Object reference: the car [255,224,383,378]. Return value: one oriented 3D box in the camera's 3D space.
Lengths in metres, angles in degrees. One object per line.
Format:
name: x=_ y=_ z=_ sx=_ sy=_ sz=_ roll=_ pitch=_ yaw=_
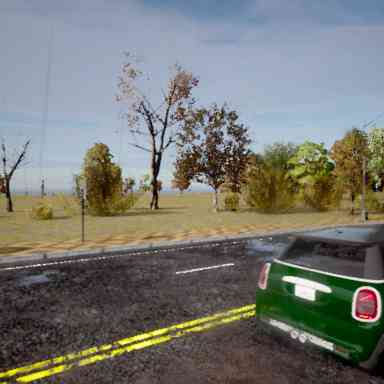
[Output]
car: x=3.249 y=1.347 z=5.614 sx=4.553 sy=1.767 sz=2.097 roll=0 pitch=0 yaw=-34
